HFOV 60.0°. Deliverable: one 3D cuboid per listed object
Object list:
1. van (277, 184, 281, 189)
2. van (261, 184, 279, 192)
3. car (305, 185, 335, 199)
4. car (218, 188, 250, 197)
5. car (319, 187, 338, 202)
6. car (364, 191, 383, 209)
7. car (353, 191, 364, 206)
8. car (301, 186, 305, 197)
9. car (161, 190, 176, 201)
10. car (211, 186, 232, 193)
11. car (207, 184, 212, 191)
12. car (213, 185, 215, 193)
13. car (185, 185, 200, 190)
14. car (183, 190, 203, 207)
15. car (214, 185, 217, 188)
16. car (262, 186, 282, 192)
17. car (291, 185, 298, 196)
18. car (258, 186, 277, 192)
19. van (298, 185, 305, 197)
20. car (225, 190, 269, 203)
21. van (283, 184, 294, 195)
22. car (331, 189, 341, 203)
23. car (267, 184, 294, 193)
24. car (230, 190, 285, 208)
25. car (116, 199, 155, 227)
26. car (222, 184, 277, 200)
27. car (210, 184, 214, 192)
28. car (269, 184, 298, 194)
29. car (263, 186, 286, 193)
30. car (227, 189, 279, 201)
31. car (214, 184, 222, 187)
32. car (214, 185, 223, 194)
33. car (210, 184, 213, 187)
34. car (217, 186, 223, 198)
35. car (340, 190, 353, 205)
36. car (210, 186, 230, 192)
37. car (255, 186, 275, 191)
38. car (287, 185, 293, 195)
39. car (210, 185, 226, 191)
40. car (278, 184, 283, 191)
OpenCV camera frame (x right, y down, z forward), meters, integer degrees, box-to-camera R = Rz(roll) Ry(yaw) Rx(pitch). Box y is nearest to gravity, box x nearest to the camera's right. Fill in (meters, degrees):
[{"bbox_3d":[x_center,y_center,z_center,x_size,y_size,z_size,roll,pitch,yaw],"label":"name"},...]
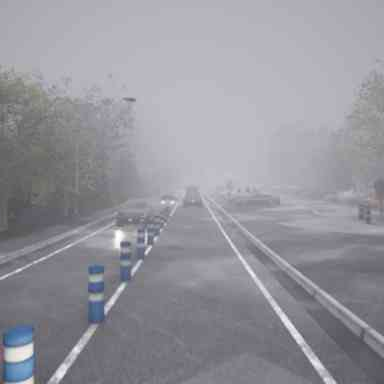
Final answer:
[{"bbox_3d":[20.259,-0.499,67.879,4.442,1.987,1.878,0,2,0],"label":"van"},{"bbox_3d":[20.418,-1.034,87.388,4.442,1.987,1.878,0,2,0],"label":"van"},{"bbox_3d":[20.013,0.092,48.506,5.566,2.045,2.435,0,2,0],"label":"car"},{"bbox_3d":[7.159,0.051,56.973,5.366,1.575,1.946,0,2,0],"label":"car"},{"bbox_3d":[19.754,0.540,42.981,5.366,1.575,1.946,0,2,0],"label":"car"},{"bbox_3d":[19.845,0.938,32.030,5.008,1.535,2.097,0,2,0],"label":"car"},{"bbox_3d":[19.904,0.713,34.795,4.553,1.767,2.185,0,2,0],"label":"car"},{"bbox_3d":[19.979,0.272,51.284,4.792,1.488,2.163,0,2,0],"label":"car"},{"bbox_3d":[-3.270,0.427,46.831,2.033,1.411,5.357,0,2,1],"label":"car"},{"bbox_3d":[7.183,-0.651,81.941,4.892,1.521,2.231,0,2,0],"label":"car"},{"bbox_3d":[6.969,-0.579,79.168,5.366,1.575,1.946,0,2,0],"label":"car"},{"bbox_3d":[7.070,-0.166,65.291,4.792,1.488,2.163,0,2,0],"label":"car"},{"bbox_3d":[0.120,-0.100,53.420,2.150,2.045,5.566,0,2,0],"label":"car"},{"bbox_3d":[0.093,0.804,35.238,1.994,1.385,4.181,0,2,0],"label":"car"},{"bbox_3d":[6.990,-0.033,59.740,4.892,1.521,2.231,0,2,0],"label":"car"},{"bbox_3d":[20.282,-0.693,84.627,4.674,1.452,2.002,0,2,0],"label":"car"},{"bbox_3d":[20.082,0.076,56.945,4.792,1.488,2.163,0,2,0],"label":"car"},{"bbox_3d":[20.321,-0.841,90.040,4.674,1.452,2.002,0,2,0],"label":"car"},{"bbox_3d":[20.147,-0.085,54.166,4.442,1.987,1.878,0,2,0],"label":"van"},{"bbox_3d":[7.045,0.544,43.104,5.366,1.575,1.946,0,2,0],"label":"car"},{"bbox_3d":[19.989,-0.344,62.328,4.442,1.987,1.878,0,2,0],"label":"van"},{"bbox_3d":[19.914,0.683,40.213,4.674,1.452,2.002,0,2,0],"label":"car"},{"bbox_3d":[20.182,-0.753,76.186,5.566,2.045,2.435,0,2,0],"label":"car"},{"bbox_3d":[6.763,0.877,34.784,4.792,1.488,2.163,0,2,0],"label":"car"},{"bbox_3d":[-3.353,1.211,20.462,1.837,1.490,4.892,0,1,0],"label":"car"},{"bbox_3d":[6.866,0.396,40.321,5.566,2.045,2.435,0,2,0],"label":"car"},{"bbox_3d":[7.080,-0.394,73.617,4.792,1.488,2.163,0,2,0],"label":"car"},{"bbox_3d":[20.159,-0.677,73.417,5.566,2.045,2.435,0,2,0],"label":"car"},{"bbox_3d":[20.250,-0.654,81.732,5.008,1.535,2.097,0,2,0],"label":"car"},{"bbox_3d":[6.820,0.747,37.557,5.008,1.535,2.097,0,2,0],"label":"car"},{"bbox_3d":[7.050,-0.242,62.515,4.553,1.767,2.185,0,2,0],"label":"car"},{"bbox_3d":[6.766,0.141,54.325,5.366,1.575,1.946,0,2,0],"label":"car"},{"bbox_3d":[7.102,-0.470,76.392,4.792,1.488,2.163,0,2,0],"label":"car"},{"bbox_3d":[6.720,0.343,48.655,5.366,1.575,1.946,0,2,0],"label":"car"},{"bbox_3d":[19.865,0.773,37.445,4.792,1.488,2.163,0,2,0],"label":"car"},{"bbox_3d":[7.193,-0.727,84.716,4.892,1.521,2.231,0,2,0],"label":"car"},{"bbox_3d":[20.340,-0.957,92.809,5.008,1.535,2.097,0,2,0],"label":"car"},{"bbox_3d":[20.104,-0.008,59.583,4.792,1.488,2.163,0,2,0],"label":"car"},{"bbox_3d":[7.236,-1.082,93.038,4.553,1.767,2.185,0,2,0],"label":"car"},{"bbox_3d":[20.125,-0.198,65.118,5.008,1.535,2.097,0,2,0],"label":"car"}]
